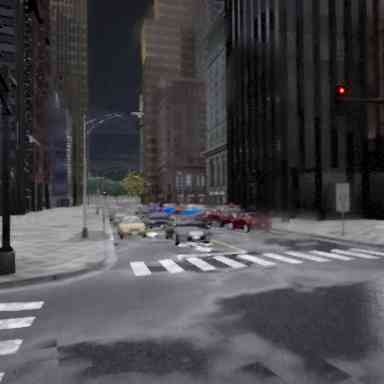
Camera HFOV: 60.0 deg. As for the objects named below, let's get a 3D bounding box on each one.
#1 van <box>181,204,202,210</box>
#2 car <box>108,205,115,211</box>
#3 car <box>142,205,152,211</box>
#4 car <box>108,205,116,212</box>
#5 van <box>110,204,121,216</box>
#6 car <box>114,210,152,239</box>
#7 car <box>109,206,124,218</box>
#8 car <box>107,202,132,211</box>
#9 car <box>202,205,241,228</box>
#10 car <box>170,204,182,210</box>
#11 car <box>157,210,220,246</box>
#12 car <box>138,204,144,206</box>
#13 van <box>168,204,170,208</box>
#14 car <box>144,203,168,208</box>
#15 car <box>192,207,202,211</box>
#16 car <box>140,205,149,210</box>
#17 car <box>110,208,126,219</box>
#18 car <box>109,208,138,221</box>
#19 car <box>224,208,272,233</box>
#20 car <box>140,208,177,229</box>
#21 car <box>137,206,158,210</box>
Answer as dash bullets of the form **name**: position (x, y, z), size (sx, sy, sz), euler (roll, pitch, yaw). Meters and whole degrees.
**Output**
- **van**: position (0.323, 2.393, 39.132), size (1.690, 1.788, 3.998), euler (-1, -1, -15)
- **car**: position (-20.766, 4.148, 85.681), size (1.802, 1.307, 4.206), euler (-1, -1, -15)
- **car**: position (-11.332, 3.930, 83.333), size (1.947, 1.339, 4.313), euler (-1, -1, -15)
- **car**: position (-19.398, 3.960, 80.484), size (1.887, 1.381, 4.507), euler (-1, -1, -15)
- **van**: position (-12.764, 3.012, 55.273), size (1.690, 1.788, 3.998), euler (-1, -1, -15)
- **car**: position (-4.008, 2.199, 22.043), size (1.752, 1.417, 4.829), euler (-1, -1, -15)
- **car**: position (-11.517, 2.970, 50.548), size (1.967, 1.590, 4.097), euler (-1, -1, -15)
- **car**: position (-9.033, 2.562, 41.104), size (2.192, 1.841, 5.009), euler (-1, -1, -15)
- **car**: position (2.901, 2.071, 29.294), size (2.192, 1.841, 5.009), euler (-1, -1, -15)
- **car**: position (-0.967, 2.514, 44.051), size (2.192, 1.841, 5.009), euler (-1, -1, -15)
- **car**: position (-0.363, 2.018, 18.566), size (2.128, 1.511, 4.902), euler (-1, -2, -14)
- **car**: position (-8.253, 3.107, 61.231), size (2.097, 1.767, 4.553), euler (0, -1, -15)
- **van**: position (-3.545, 2.835, 53.889), size (1.690, 1.788, 3.998), euler (-1, -1, -15)
- **car**: position (-5.550, 2.669, 50.940), size (2.150, 2.045, 5.566), euler (-1, -2, -14)
- **car**: position (1.619, 2.486, 34.207), size (1.802, 1.307, 4.206), euler (-1, -1, -15)
- **car**: position (-12.657, 4.061, 88.362), size (2.008, 1.369, 4.403), euler (-1, -1, -15)
- **car**: position (-10.270, 2.933, 45.823), size (1.887, 1.381, 4.507), euler (-1, -1, -15)
- **car**: position (-6.539, 2.514, 31.653), size (2.008, 1.369, 4.403), euler (-1, -1, -15)
- **car**: position (4.197, 2.152, 24.369), size (1.887, 1.381, 4.507), euler (-1, -1, -15)
- **car**: position (-2.999, 2.379, 28.712), size (2.033, 1.411, 5.357), euler (0, -2, -15)
- **car**: position (-5.548, 2.688, 38.450), size (1.994, 1.385, 4.181), euler (-1, -1, -14)
